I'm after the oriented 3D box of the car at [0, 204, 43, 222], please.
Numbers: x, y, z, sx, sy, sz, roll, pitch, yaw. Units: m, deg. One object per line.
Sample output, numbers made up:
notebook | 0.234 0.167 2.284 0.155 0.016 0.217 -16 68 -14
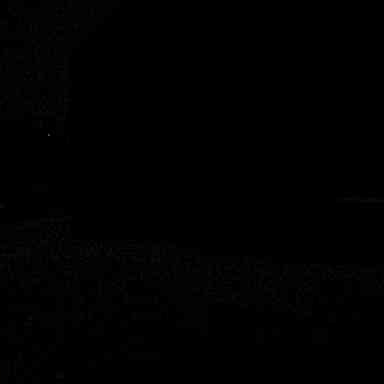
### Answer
car | -14.718 1.689 27.254 1.752 1.417 4.829 -1 -1 36
